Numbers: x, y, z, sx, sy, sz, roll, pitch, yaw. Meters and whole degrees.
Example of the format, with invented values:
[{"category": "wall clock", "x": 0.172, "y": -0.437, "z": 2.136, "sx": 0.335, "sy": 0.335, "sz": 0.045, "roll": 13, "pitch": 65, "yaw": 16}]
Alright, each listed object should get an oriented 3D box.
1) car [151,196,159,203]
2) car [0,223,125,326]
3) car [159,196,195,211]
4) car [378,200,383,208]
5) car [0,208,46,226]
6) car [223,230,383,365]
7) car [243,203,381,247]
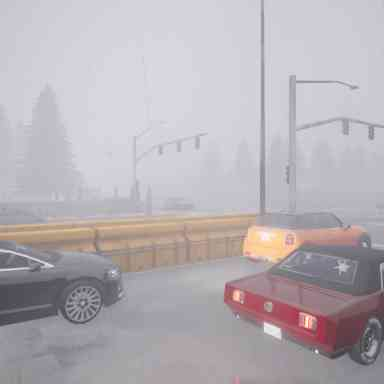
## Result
[{"category": "car", "x": -7.972, "y": 1.514, "z": 70.211, "sx": 2.033, "sy": 1.411, "sz": 5.357, "roll": 0, "pitch": 0, "yaw": -2}, {"category": "car", "x": -3.560, "y": 1.492, "z": 5.498, "sx": 4.902, "sy": 1.511, "sz": 2.128, "roll": 0, "pitch": 0, "yaw": -36}, {"category": "car", "x": -1.603, "y": 1.352, "z": 40.222, "sx": 2.097, "sy": 1.767, "sz": 4.553, "roll": 0, "pitch": 0, "yaw": -35}, {"category": "car", "x": 26.720, "y": 1.547, "z": 44.591, "sx": 5.357, "sy": 1.411, "sz": 2.033, "roll": 0, "pitch": 0, "yaw": -36}, {"category": "car", "x": -10.264, "y": 1.564, "z": 18.172, "sx": 4.181, "sy": 1.385, "sz": 1.994, "roll": 0, "pitch": 0, "yaw": -36}, {"category": "car", "x": 2.904, "y": 1.601, "z": 5.823, "sx": 4.718, "sy": 1.301, "sz": 1.895, "roll": 0, "pitch": 0, "yaw": -36}, {"category": "car", "x": 3.854, "y": 1.352, "z": 10.803, "sx": 4.553, "sy": 1.767, "sz": 2.097, "roll": 0, "pitch": 0, "yaw": -36}]
